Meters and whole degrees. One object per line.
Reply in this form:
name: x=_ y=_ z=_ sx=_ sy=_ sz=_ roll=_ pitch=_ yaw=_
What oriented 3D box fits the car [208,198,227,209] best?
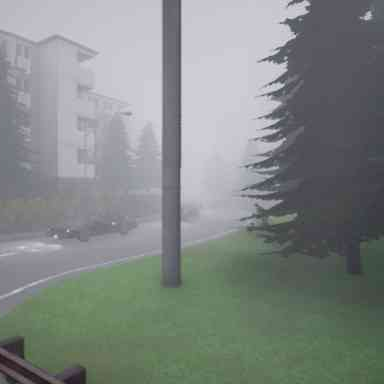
car: x=3.600 y=1.674 z=48.213 sx=1.837 sy=1.490 sz=4.892 roll=0 pitch=0 yaw=-13

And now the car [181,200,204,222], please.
car: x=-0.696 y=1.719 z=28.398 sx=2.033 sy=1.411 sz=5.357 roll=0 pitch=0 yaw=17

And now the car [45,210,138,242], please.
car: x=-5.149 y=1.720 z=18.046 sx=2.033 sy=1.411 sz=5.357 roll=0 pitch=0 yaw=29

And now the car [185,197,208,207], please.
car: x=0.436 y=1.675 z=46.132 sx=1.837 sy=1.490 sz=4.892 roll=0 pitch=0 yaw=-10

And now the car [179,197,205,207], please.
car: x=-0.031 y=1.659 z=57.702 sx=2.128 sy=1.511 sz=4.902 roll=0 pitch=0 yaw=-33

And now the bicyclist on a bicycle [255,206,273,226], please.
bicyclist on a bicycle: x=4.134 y=1.496 z=20.357 sx=1.656 sy=1.620 sz=0.582 roll=-3 pitch=1 yaw=23
